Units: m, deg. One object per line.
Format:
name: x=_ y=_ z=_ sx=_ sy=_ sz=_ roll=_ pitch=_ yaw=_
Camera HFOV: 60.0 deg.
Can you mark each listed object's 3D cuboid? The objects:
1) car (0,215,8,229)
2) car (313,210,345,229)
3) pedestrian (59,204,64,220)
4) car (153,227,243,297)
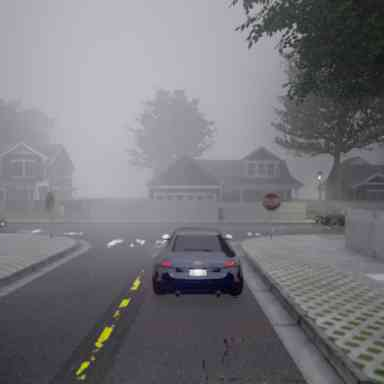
car: x=-13.182 y=1.572 z=19.078 sx=4.892 sy=1.490 sz=1.837 roll=0 pitch=0 yaw=2
car: x=10.765 y=1.753 z=22.375 sx=4.718 sy=1.301 sz=1.895 roll=0 pitch=0 yaw=-1
pedestrian: x=-9.807 y=1.475 z=25.043 sx=0.375 sy=1.300 sz=0.375 roll=0 pitch=0 yaw=-1
car: x=0.143 y=1.610 z=8.742 sx=1.994 sy=1.385 sz=4.181 roll=0 pitch=0 yaw=1
